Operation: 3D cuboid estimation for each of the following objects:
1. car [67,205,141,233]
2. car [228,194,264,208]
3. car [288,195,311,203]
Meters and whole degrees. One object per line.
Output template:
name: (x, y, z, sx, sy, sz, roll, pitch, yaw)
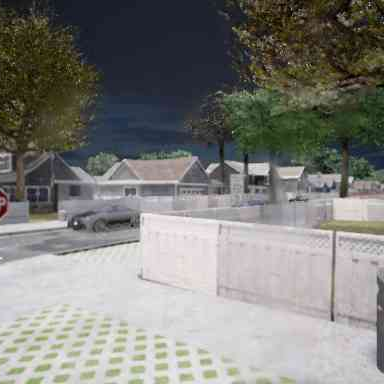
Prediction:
car: (-4.776, 1.410, 18.620, 1.994, 1.385, 4.181, 0, 1, 36)
car: (5.352, 1.113, 32.831, 2.097, 1.767, 4.553, 0, 0, 36)
car: (14.912, 1.088, 46.093, 1.895, 1.301, 4.718, 0, 0, 35)
